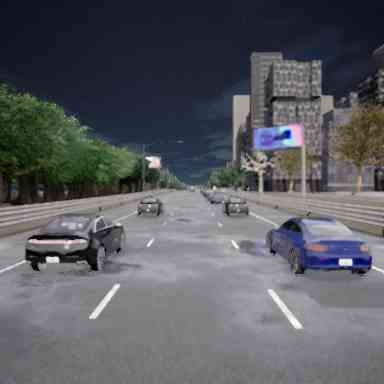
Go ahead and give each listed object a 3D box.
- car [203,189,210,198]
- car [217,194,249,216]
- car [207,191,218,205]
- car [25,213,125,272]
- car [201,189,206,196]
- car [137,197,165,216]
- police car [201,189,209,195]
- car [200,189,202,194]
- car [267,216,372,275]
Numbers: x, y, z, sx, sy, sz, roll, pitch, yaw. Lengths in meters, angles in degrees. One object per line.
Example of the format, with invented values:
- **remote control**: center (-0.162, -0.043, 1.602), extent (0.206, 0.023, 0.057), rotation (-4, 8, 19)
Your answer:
- **car**: center (3.505, 0.756, 56.445), extent (2.033, 1.411, 5.357), rotation (0, 1, 0)
- **car**: center (3.599, 1.177, 28.095), extent (2.128, 1.511, 4.902), rotation (0, 1, 0)
- **car**: center (3.503, 0.982, 45.451), extent (1.994, 1.385, 4.181), rotation (0, 1, 0)
- **car**: center (-3.402, 1.418, 10.544), extent (2.128, 1.511, 4.902), rotation (0, 1, 0)
- **car**: center (3.505, 0.472, 67.472), extent (2.163, 1.488, 4.792), rotation (0, 1, 0)
- **car**: center (-3.399, 1.177, 28.108), extent (2.128, 1.511, 4.902), rotation (0, 1, 0)
- **police car**: center (3.508, -0.084, 89.543), extent (1.930, 1.638, 5.238), rotation (0, 1, 0)
- **car**: center (3.506, 0.082, 78.407), extent (2.097, 1.767, 4.553), rotation (0, 1, 0)
- **car**: center (3.597, 1.457, 10.080), extent (1.812, 1.442, 4.674), rotation (0, 1, 0)
